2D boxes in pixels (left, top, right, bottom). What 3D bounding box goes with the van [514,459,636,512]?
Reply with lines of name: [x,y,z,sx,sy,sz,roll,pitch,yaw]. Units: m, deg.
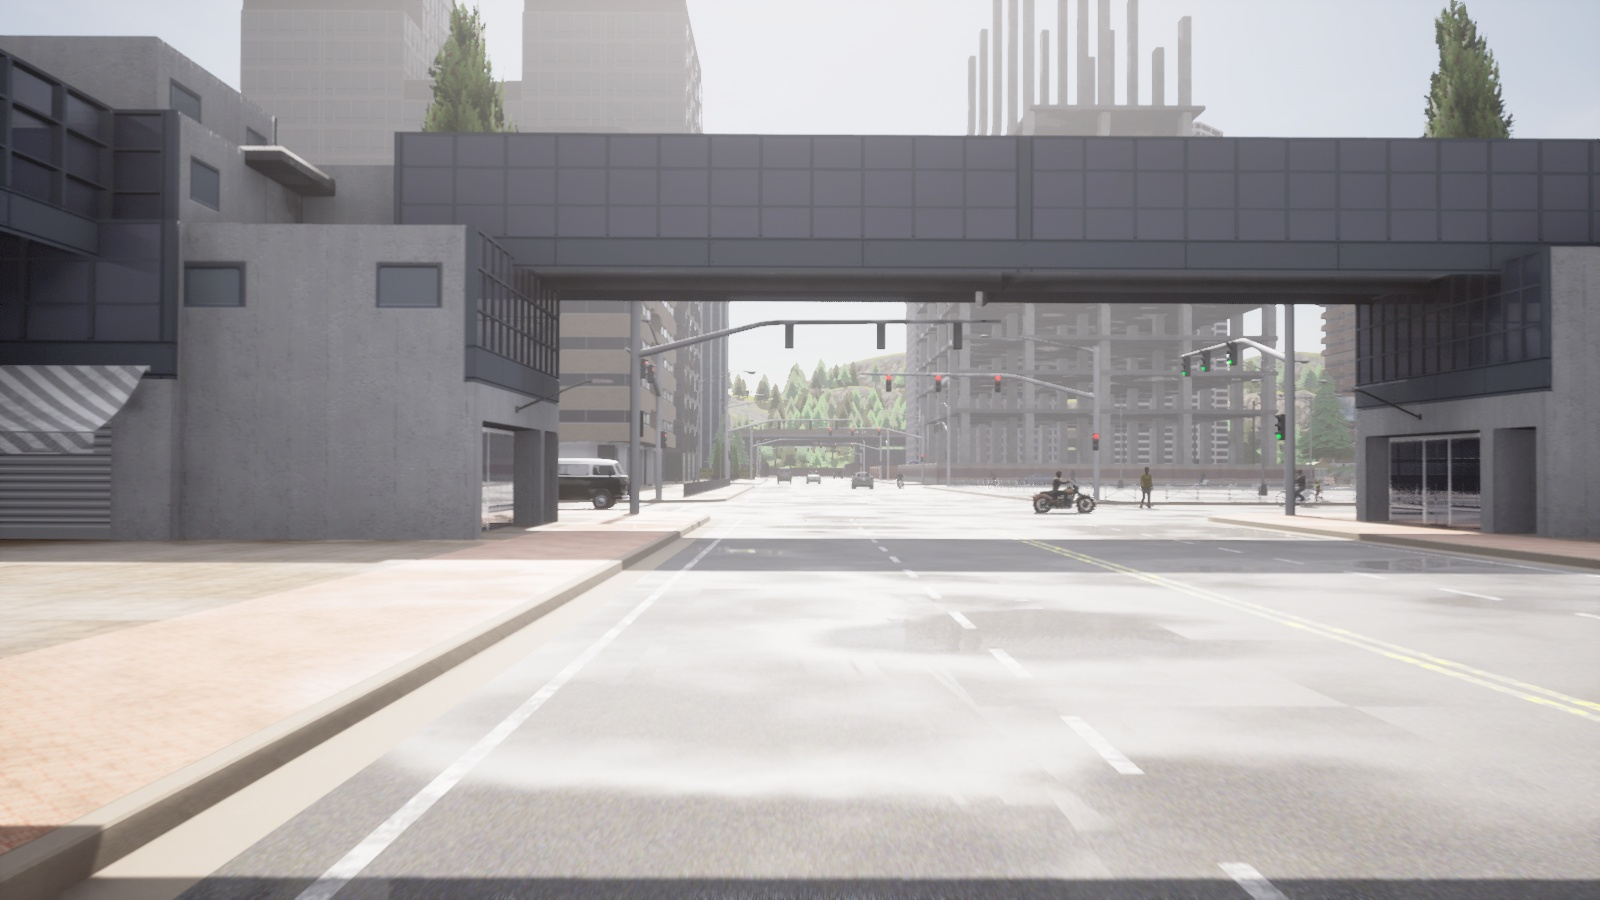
van: [-8.927,1.413,50.113,4.480,2.038,2.069,0,-1,-1]

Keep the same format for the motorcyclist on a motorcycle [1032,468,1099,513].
motorcyclist on a motorcycle: [9.906,1.510,46.898,2.350,1.649,0.766,0,-1,-1]

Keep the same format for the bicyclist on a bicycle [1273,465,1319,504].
bicyclist on a bicycle: [22.672,1.556,57.458,1.843,1.776,0.659,0,-1,0]

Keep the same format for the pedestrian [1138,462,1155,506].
pedestrian: [14.766,1.450,53.488,0.431,1.840,0.709,0,-1,-9]
